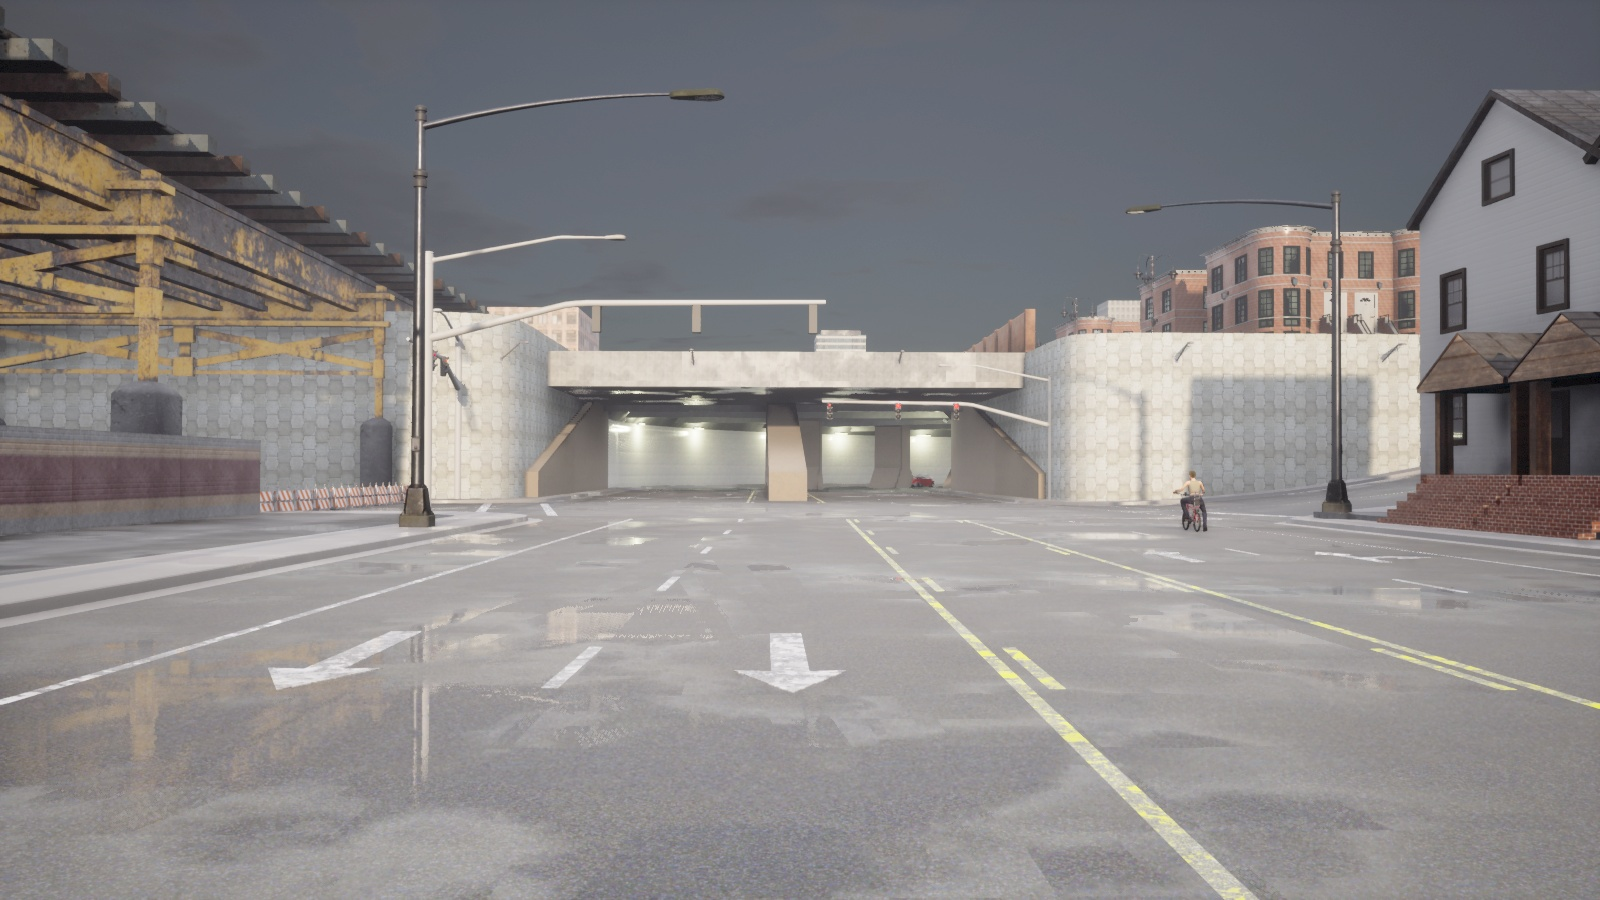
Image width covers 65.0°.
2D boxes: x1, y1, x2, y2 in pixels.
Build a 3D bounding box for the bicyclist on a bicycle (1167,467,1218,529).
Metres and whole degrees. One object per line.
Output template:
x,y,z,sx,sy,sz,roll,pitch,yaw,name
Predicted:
10.414,1.269,33.382,0.866,1.612,1.509,0,-1,0,bicyclist on a bicycle
